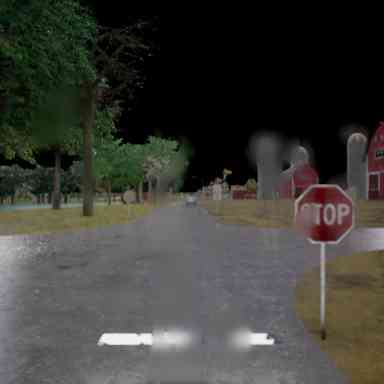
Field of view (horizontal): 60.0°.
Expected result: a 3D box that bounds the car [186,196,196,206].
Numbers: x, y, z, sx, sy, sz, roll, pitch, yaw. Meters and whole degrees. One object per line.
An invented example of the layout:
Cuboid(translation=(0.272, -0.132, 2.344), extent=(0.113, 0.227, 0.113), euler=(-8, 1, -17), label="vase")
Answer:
Cuboid(translation=(-0.191, 1.724, 61.146), extent=(2.128, 1.511, 4.902), euler=(0, -1, 0), label="car")

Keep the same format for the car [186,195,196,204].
Cuboid(translation=(-0.224, 1.558, 71.540), extent=(2.097, 1.767, 4.553), euler=(0, -1, 0), label="car")
